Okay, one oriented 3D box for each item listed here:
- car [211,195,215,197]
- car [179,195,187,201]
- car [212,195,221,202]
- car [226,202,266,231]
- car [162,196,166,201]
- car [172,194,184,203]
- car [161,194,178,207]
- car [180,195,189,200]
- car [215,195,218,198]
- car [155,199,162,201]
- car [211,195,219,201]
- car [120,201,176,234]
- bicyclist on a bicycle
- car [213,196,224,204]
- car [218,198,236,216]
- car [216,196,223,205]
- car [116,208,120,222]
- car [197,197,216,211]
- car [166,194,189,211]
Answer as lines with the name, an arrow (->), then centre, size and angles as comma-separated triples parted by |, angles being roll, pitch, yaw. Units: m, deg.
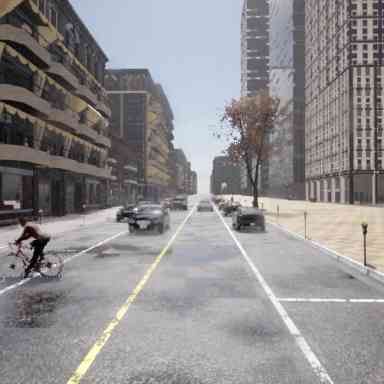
car -> 2.021, 1.571, 50.743 | 2.033, 1.411, 5.357 | 0, 0, 3
car -> -2.317, 1.618, 87.716 | 1.947, 1.339, 4.313 | 1, 0, 2
car -> 5.624, 1.483, 76.257 | 1.967, 1.590, 4.097 | 1, 0, 2
car -> 3.452, 1.558, 20.603 | 2.008, 1.369, 4.403 | 1, 0, 2
car -> -4.054, 1.585, 43.193 | 1.947, 1.339, 4.313 | 1, 0, 2
car -> -2.964, 1.354, 71.019 | 2.192, 1.841, 5.009 | 1, 0, 2
car -> -3.615, 1.341, 54.324 | 2.192, 1.841, 5.009 | 1, 0, 2
car -> -2.100, 1.608, 93.281 | 2.008, 1.369, 4.403 | 1, 0, 2
car -> 4.972, 1.581, 59.562 | 2.008, 1.369, 4.403 | 1, 0, 2
car -> -4.488, 1.563, 32.062 | 2.008, 1.369, 4.403 | 1, 0, 2
car -> 6.059, 1.493, 87.389 | 1.967, 1.590, 4.097 | 1, 0, 2
car -> -2.394, 1.497, 19.440 | 2.128, 1.511, 4.902 | 0, 0, 2
bicyclist on a bicycle -> -4.178, 1.458, 8.610 | 1.656, 1.620, 0.582 | -2, 0, 2
car -> 5.189, 1.586, 65.126 | 2.008, 1.369, 4.403 | 1, 0, 2
car -> 3.886, 1.563, 31.734 | 2.008, 1.369, 4.403 | 1, 0, 2
car -> 4.327, 1.544, 43.036 | 1.752, 1.417, 4.829 | 1, 0, 2
car -> -4.705, 1.576, 26.497 | 1.947, 1.339, 4.313 | 1, 0, 2
car -> 1.627, 1.618, 40.571 | 1.895, 1.301, 4.718 | 0, 0, 2
car -> -1.587, 1.369, 40.244 | 2.097, 1.767, 4.553 | 0, 0, 2
